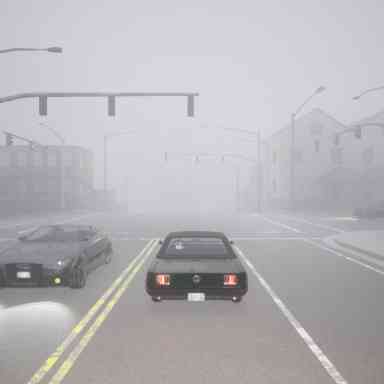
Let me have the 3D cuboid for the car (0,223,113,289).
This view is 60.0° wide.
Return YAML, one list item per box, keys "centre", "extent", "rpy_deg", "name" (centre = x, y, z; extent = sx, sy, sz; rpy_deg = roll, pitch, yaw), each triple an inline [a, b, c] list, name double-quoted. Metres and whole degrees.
- centre: [-3.536, 1.564, 9.020]
  extent: [1.994, 1.385, 4.181]
  rpy_deg: [0, 0, 1]
  name: "car"

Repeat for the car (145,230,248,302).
- centre: [0.102, 1.601, 8.199]
  extent: [1.895, 1.301, 4.718]
  rpy_deg: [0, 0, 0]
  name: "car"

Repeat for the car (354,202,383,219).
- centre: [16.026, 1.564, 28.165]
  extent: [4.181, 1.385, 1.994]
  rpy_deg: [0, 0, 0]
  name: "car"
